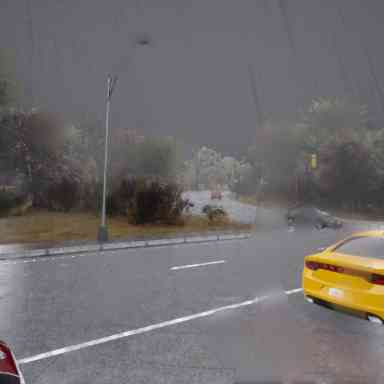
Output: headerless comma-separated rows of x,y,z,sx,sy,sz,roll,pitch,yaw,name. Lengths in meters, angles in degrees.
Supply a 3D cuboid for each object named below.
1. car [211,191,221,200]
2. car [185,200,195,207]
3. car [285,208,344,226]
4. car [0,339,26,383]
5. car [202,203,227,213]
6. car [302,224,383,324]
5.740,0.746,79.003,2.150,2.045,5.566,2,2,-1,car
-0.944,1.782,52.251,1.895,1.301,4.718,2,1,-14,car
9.310,2.040,25.693,1.837,1.490,4.892,3,-2,-27,car
-3.190,1.353,1.475,4.553,1.767,2.097,0,0,-35,car
2.727,2.051,40.515,1.994,1.385,4.181,3,0,-19,car
4.400,1.543,6.895,5.008,1.535,1.882,1,-1,-35,car
